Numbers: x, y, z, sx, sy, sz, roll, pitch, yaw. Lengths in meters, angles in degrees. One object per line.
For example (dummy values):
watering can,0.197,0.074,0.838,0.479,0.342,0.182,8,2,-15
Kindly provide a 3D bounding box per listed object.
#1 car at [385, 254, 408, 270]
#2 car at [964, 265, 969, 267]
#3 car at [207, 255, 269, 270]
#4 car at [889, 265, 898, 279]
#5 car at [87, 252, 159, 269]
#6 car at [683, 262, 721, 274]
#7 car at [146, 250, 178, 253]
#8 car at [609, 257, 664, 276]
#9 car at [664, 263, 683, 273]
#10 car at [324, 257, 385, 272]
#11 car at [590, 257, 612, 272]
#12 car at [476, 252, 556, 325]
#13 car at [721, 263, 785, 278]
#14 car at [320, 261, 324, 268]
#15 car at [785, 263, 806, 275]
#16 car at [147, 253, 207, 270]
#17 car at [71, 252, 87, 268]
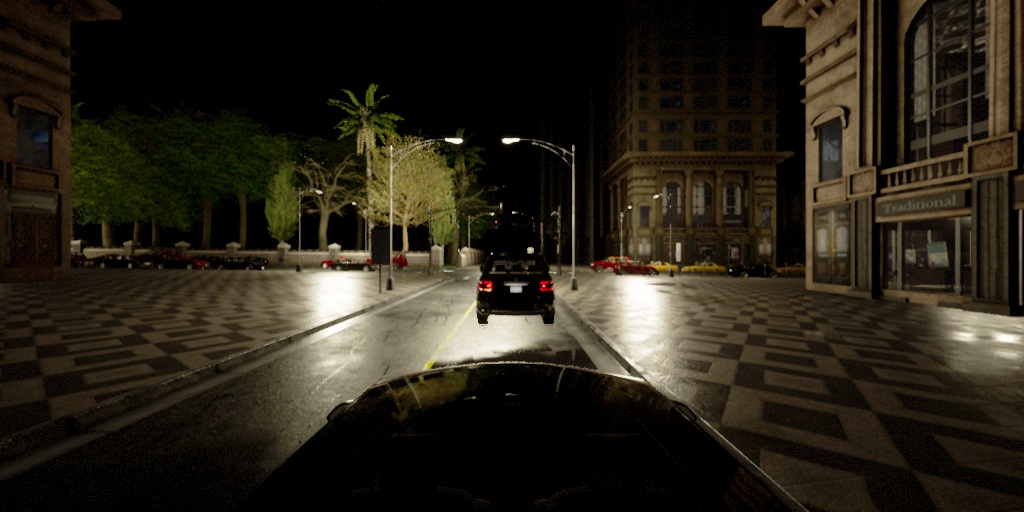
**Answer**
car,-14.976,0.650,42.835,5.009,1.841,2.192,0,0,0
car,45.090,1.596,34.145,4.097,1.591,1.967,0,0,0
car,-26.036,0.744,34.339,4.313,1.339,1.948,0,0,0
car,34.008,1.585,34.175,4.313,1.339,1.948,0,0,0
car,-37.085,0.559,34.370,4.403,1.370,2.007,0,0,0
car,22.774,1.394,42.731,4.829,1.417,1.751,0,0,0
car,-42.595,0.229,42.910,5.009,1.841,2.192,0,0,0
car,11.848,1.166,34.236,4.097,1.591,1.967,0,0,0
car,17.233,1.320,42.747,4.829,1.417,1.751,0,0,0
car,-14.989,0.893,34.309,4.403,1.370,2.007,0,0,0
car,11.863,1.034,42.761,5.009,1.841,2.192,0,0,0
car,0.100,0.907,11.634,2.150,2.045,5.566,0,0,0
car,22.928,1.441,34.205,4.313,1.339,1.948,0,0,0
car,-20.500,0.798,42.850,4.507,1.381,1.888,0,0,0
car,33.855,1.537,42.701,4.829,1.417,1.751,0,0,0
car,-31.561,0.639,34.355,4.507,1.381,1.888,0,0,0
car,-42.608,0.504,34.385,4.207,1.307,1.802,0,0,0
